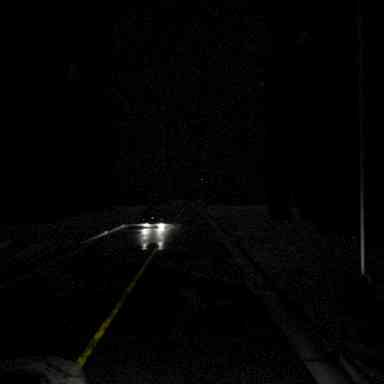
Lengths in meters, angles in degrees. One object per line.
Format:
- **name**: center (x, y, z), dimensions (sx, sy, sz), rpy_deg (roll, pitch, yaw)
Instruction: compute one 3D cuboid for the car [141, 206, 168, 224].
- **car**: center (-3.103, 1.888, 28.126), dimensions (1.994, 1.385, 4.181), rpy_deg (0, -1, 0)
